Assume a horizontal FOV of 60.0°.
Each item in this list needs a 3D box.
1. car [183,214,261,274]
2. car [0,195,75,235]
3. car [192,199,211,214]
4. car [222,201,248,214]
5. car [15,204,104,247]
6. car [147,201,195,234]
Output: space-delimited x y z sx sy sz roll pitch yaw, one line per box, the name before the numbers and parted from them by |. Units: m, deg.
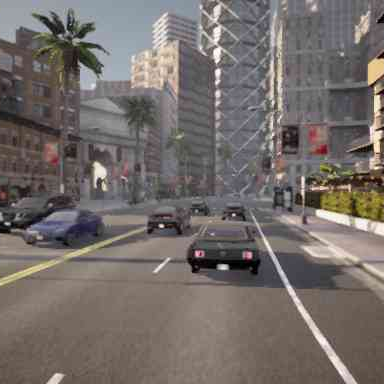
car | 1.071 1.602 10.567 1.895 1.301 4.718 0 0 7
car | -8.575 1.189 18.908 2.150 2.045 5.566 0 0 8
car | 0.742 1.499 32.889 1.837 1.490 4.892 0 0 8
car | 3.530 1.510 27.754 1.837 1.490 4.892 0 0 8
car | -5.578 1.503 15.167 1.812 1.442 4.674 0 0 8
car | -1.227 1.495 19.259 1.837 1.490 4.892 0 0 8
